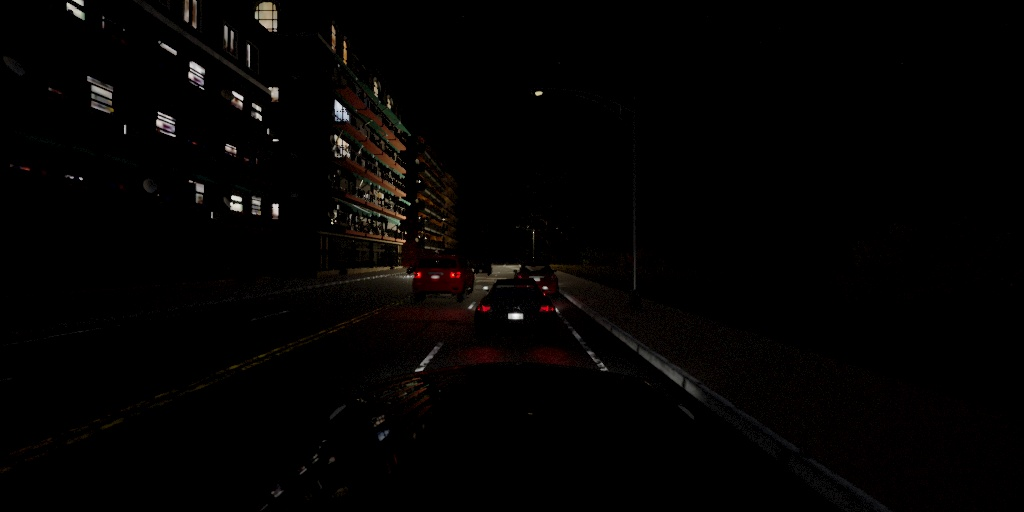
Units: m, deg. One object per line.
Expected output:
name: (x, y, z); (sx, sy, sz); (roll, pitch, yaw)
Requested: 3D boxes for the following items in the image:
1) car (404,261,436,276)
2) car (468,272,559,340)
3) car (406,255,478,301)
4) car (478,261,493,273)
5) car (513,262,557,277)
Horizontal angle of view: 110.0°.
car: (-9.842, 1.299, 38.772); (2.033, 1.411, 5.357); (0, 0, 0)
car: (0.096, 1.315, 9.999); (1.994, 1.385, 4.181); (0, 0, 0)
car: (-3.147, 0.971, 17.383); (2.150, 2.045, 5.566); (0, 0, 0)
car: (-3.138, 1.277, 38.443); (1.812, 1.442, 4.674); (0, 0, 0)
car: (1.141, 1.103, 18.579); (2.097, 1.767, 4.553); (0, 0, 0)
